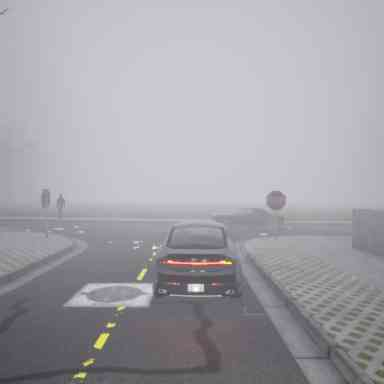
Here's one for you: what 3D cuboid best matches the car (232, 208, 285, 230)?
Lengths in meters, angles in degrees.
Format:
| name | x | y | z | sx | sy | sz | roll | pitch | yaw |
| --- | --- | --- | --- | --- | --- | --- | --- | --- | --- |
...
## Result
| name | x | y | z | sx | sy | sz | roll | pitch | yaw |
| --- | --- | --- | --- | --- | --- | --- | --- | --- | --- |
| car | 3.337 | 1.659 | 21.191 | 4.718 | 1.301 | 1.895 | 1 | 0 | -10 |

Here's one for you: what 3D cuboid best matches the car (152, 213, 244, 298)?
| name | x | y | z | sx | sy | sz | roll | pitch | yaw |
| --- | --- | --- | --- | --- | --- | --- | --- | --- | --- |
| car | 0.176 | 1.503 | 8.500 | 1.837 | 1.490 | 4.892 | 0 | 0 | 3 |

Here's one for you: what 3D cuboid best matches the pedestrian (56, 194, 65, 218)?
| name | x | y | z | sx | sy | sz | roll | pitch | yaw |
| --- | --- | --- | --- | --- | --- | --- | --- | --- | --- |
| pedestrian | -9.685 | 0.997 | 24.504 | 0.375 | 1.860 | 0.375 | 0 | -1 | 0 |
